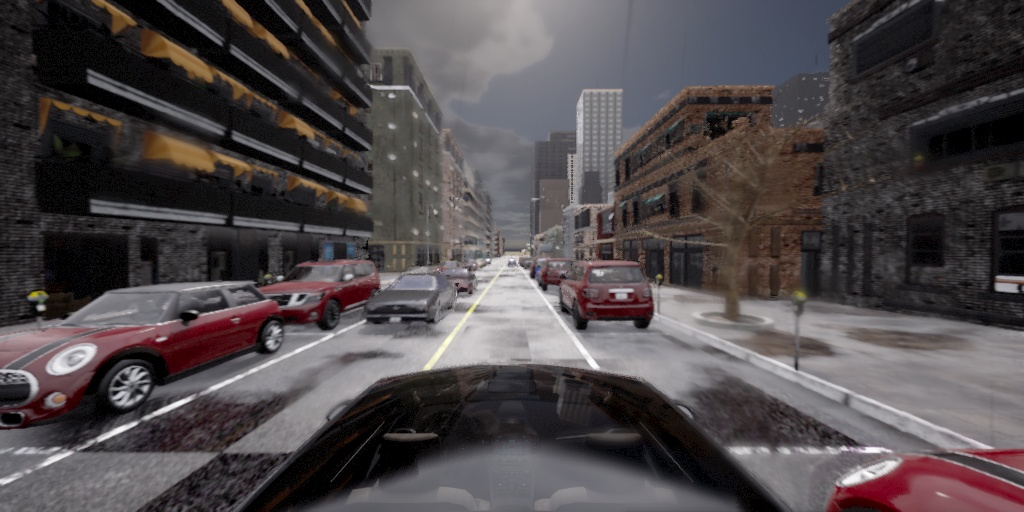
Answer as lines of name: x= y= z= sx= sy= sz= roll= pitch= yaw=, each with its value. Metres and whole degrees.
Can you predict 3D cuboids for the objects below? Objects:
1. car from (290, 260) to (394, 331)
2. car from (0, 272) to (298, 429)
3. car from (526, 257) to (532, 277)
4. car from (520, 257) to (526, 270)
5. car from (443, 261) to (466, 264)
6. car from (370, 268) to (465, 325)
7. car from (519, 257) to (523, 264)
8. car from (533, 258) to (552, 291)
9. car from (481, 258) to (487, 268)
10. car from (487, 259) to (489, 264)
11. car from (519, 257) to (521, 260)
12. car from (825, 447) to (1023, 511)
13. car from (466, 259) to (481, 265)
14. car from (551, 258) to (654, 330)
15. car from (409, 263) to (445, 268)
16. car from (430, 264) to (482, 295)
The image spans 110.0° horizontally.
car: x=-5.691 y=1.062 z=11.143 sx=2.192 sy=1.841 sz=5.009 roll=0 pitch=0 yaw=0
car: x=-5.692 y=1.188 z=5.736 sx=1.967 sy=1.591 sz=4.097 roll=0 pitch=0 yaw=0
car: x=2.693 y=1.057 z=32.764 sx=2.192 sy=1.841 sz=5.009 roll=0 pitch=0 yaw=0
car: x=2.697 y=1.294 z=53.894 sx=2.007 sy=1.370 sz=4.403 roll=0 pitch=0 yaw=0
car: x=-5.688 y=1.181 z=32.772 sx=1.967 sy=1.591 sz=4.097 roll=0 pitch=0 yaw=0
car: x=-3.072 y=1.295 z=12.124 sx=2.033 sy=1.411 sz=5.357 roll=0 pitch=0 yaw=0
car: x=2.665 y=1.297 z=59.466 sx=1.948 sy=1.339 sz=4.313 roll=0 pitch=0 yaw=0
car: x=2.691 y=1.060 z=21.949 sx=2.192 sy=1.841 sz=5.009 roll=0 pitch=0 yaw=0
car: x=-5.683 y=1.256 z=59.247 sx=1.751 sy=1.417 sz=4.829 roll=0 pitch=0 yaw=0
car: x=-5.682 y=1.167 z=64.997 sx=1.967 sy=1.591 sz=4.097 roll=0 pitch=0 yaw=0
car: x=2.666 y=1.294 z=65.046 sx=1.948 sy=1.339 sz=4.313 roll=0 pitch=0 yaw=0
car: x=2.688 y=1.190 z=0.320 sx=1.967 sy=1.591 sz=4.097 roll=0 pitch=0 yaw=0
car: x=-5.685 y=1.175 z=48.994 sx=1.967 sy=1.591 sz=4.097 roll=0 pitch=0 yaw=0
car: x=2.690 y=1.063 z=11.135 sx=2.192 sy=1.841 sz=5.009 roll=0 pitch=0 yaw=0
car: x=-5.689 y=1.295 z=21.958 sx=2.007 sy=1.370 sz=4.403 roll=0 pitch=0 yaw=0
car: x=-2.998 y=1.354 z=19.713 sx=1.994 sy=1.385 sz=4.181 roll=0 pitch=0 yaw=0
